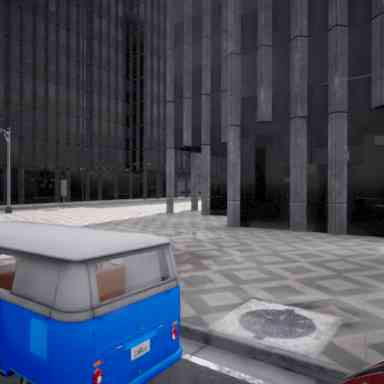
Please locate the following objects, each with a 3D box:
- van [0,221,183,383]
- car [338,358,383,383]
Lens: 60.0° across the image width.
[{"bbox_3d":[-2.021,1.341,4.403,3.998,1.788,1.690,0,0,35],"label":"van"},{"bbox_3d":[2.479,1.440,1.198,4.097,1.590,1.967,0,0,35],"label":"car"}]
